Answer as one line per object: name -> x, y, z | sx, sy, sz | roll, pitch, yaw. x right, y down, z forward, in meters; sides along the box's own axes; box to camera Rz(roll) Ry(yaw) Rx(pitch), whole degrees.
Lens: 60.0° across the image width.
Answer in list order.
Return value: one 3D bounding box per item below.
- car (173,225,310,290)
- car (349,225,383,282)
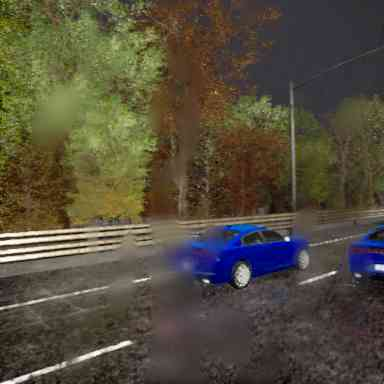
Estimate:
car -> 1.708, 1.743, 10.077 | 5.008, 1.535, 1.882 | 0, -2, -42
car -> 6.285, 1.641, 9.498 | 5.008, 1.535, 1.882 | 0, -2, -42
